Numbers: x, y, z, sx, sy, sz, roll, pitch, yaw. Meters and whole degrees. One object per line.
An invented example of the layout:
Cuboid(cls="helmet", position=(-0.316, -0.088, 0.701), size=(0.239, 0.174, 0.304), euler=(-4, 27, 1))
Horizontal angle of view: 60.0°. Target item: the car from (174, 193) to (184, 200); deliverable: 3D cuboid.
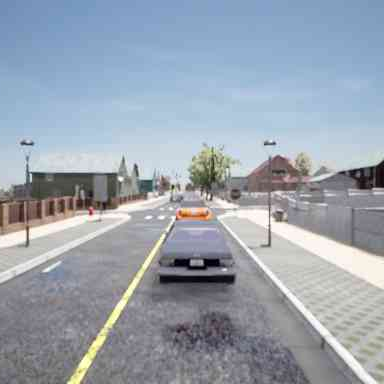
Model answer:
Cuboid(cls="car", position=(-2.735, 0.959, 71.343), size=(2.033, 1.411, 5.357), euler=(0, 0, 0))

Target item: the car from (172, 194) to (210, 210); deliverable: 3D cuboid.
Cuboid(cls="car", position=(0.061, 1.191, 20.654), size=(2.097, 1.767, 4.553), euler=(0, 0, -1))

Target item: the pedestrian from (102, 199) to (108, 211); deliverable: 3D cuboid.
Cuboid(cls="pedestrian", position=(-9.684, 1.166, 36.880), size=(0.375, 1.860, 0.375), euler=(0, 1, 0))

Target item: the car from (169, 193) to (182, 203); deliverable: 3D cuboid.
Cuboid(cls="car", position=(-2.803, 1.040, 55.981), size=(2.128, 1.511, 4.902), euler=(0, 1, 0))

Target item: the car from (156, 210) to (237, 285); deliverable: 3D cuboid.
Cuboid(cls="car", position=(0.102, 1.475, 9.330), size=(2.033, 1.411, 5.357), euler=(0, 0, 0))
